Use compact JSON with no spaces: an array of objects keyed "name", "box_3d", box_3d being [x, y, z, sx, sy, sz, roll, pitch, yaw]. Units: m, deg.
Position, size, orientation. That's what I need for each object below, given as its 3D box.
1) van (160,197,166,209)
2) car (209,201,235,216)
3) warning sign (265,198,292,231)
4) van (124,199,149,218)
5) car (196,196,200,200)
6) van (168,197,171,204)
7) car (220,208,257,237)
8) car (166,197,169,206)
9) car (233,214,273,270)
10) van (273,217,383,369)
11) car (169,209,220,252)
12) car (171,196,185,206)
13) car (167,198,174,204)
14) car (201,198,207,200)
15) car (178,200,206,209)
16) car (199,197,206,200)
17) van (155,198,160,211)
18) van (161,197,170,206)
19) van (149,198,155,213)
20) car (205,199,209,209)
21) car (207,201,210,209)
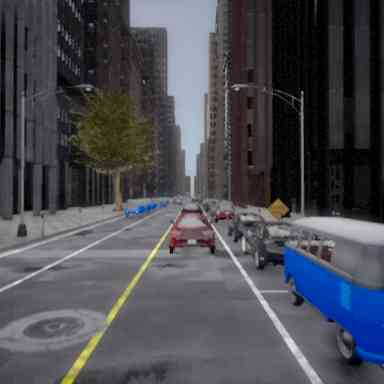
[{"name":"van","box_3d":[-5.769,1.884,56.204,1.690,1.788,3.998,0,-1,0]},{"name":"car","box_3d":[2.760,1.708,28.119,1.967,1.590,4.097,0,-1,0]},{"name":"warning sign","box_3d":[5.064,1.301,19.535,1.300,1.860,1.060,0,-1,0]},{"name":"van","box_3d":[-5.766,1.663,33.732,1.690,1.788,3.998,0,-1,0]},{"name":"car","box_3d":[2.753,2.143,84.306,2.192,1.841,5.009,0,-1,0]},{"name":"van","box_3d":[-5.770,1.997,67.440,1.690,1.788,3.998,0,-1,0]},{"name":"car","box_3d":[2.761,1.711,16.881,2.008,1.369,4.403,0,-1,0]},{"name":"car","box_3d":[-5.769,2.144,61.820,1.887,1.381,4.507,0,-1,0]},{"name":"car","box_3d":[2.762,1.658,11.263,2.008,1.369,4.403,0,-1,0]},{"name":"van","box_3d":[2.763,1.395,5.646,1.690,1.788,3.998,0,-1,0]},{"name":"car","box_3d":[0.001,1.662,14.389,1.812,1.442,4.674,0,0,0]},{"name":"car","box_3d":[-3.009,2.169,70.975,1.882,1.535,5.008,0,-1,0]},{"name":"car","box_3d":[-5.773,2.410,89.741,1.752,1.417,4.829,0,-1,0]},{"name":"car","box_3d":[2.757,2.053,50.592,1.947,1.339,4.313,0,-1,0]},{"name":"car","box_3d":[0.001,1.759,29.490,1.882,1.535,5.008,0,0,0]},{"name":"car","box_3d":[2.756,2.126,62.000,1.752,1.417,4.829,0,-1,0]},{"name":"van","box_3d":[-5.767,1.773,44.968,1.690,1.788,3.998,0,-1,0]},{"name":"van","box_3d":[-5.771,2.054,73.059,1.690,1.788,3.998,0,-1,0]},{"name":"van","box_3d":[-5.766,1.718,39.350,1.690,1.788,3.998,0,-1,0]},{"name":"car","box_3d":[2.758,1.997,44.974,1.947,1.339,4.313,0,-1,0]},{"name":"car","box_3d":[2.759,1.849,33.907,1.752,1.417,4.829,0,-1,0]}]
